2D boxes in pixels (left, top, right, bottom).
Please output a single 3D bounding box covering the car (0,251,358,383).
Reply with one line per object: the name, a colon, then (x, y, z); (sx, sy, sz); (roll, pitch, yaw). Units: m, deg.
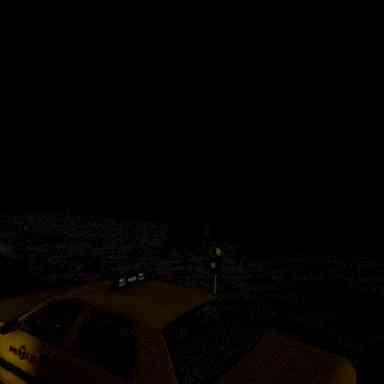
car: (-0.854, 1.525, 3.577); (4.829, 1.417, 1.752); (0, 0, 36)
